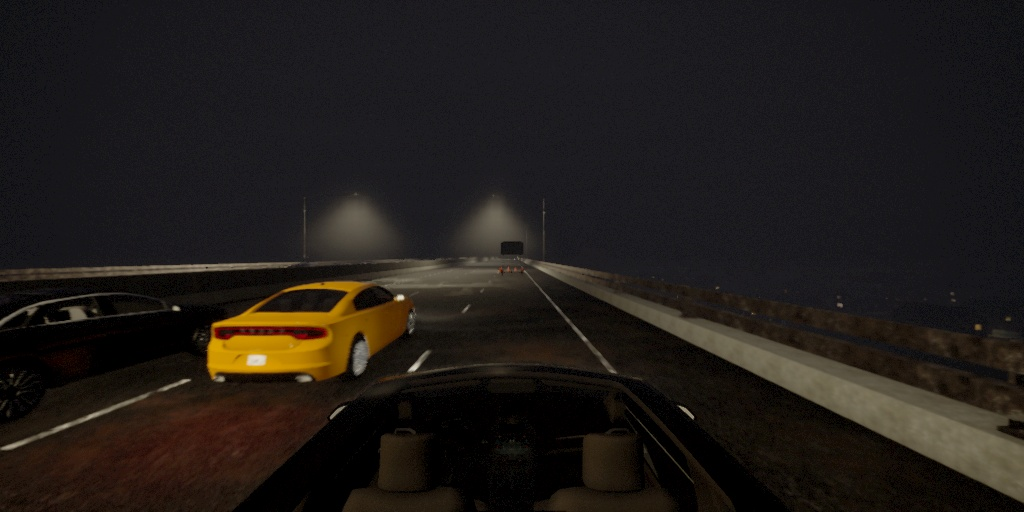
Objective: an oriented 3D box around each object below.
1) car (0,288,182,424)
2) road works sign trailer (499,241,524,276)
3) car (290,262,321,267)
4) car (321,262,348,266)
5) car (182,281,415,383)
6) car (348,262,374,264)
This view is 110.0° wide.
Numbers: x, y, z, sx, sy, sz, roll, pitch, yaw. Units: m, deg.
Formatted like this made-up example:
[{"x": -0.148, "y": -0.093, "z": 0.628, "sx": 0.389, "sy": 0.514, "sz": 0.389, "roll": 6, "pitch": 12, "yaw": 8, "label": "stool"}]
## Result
[{"x": -6.900, "y": 1.250, "z": 5.688, "sx": 2.128, "sy": 1.511, "sz": 4.902, "roll": 0, "pitch": 0, "yaw": 0, "label": "car"}, {"x": 0.002, "y": 0.272, "z": 36.904, "sx": 2.380, "sy": 3.560, "sz": 2.880, "roll": 0, "pitch": 0, "yaw": 0, "label": "road works sign trailer"}, {"x": -24.544, "y": 1.365, "z": 42.910, "sx": 2.033, "sy": 1.411, "sz": 5.357, "roll": 0, "pitch": 0, "yaw": 1, "label": "car"}, {"x": -21.045, "y": 1.420, "z": 44.154, "sx": 1.895, "sy": 1.301, "sz": 4.718, "roll": 0, "pitch": 0, "yaw": 1, "label": "car"}, {"x": -3.401, "y": 1.239, "z": 7.252, "sx": 1.882, "sy": 1.535, "sz": 5.008, "roll": 0, "pitch": 0, "yaw": 0, "label": "car"}, {"x": -17.551, "y": 1.381, "z": 43.300, "sx": 1.994, "sy": 1.385, "sz": 4.181, "roll": 0, "pitch": 0, "yaw": 0, "label": "car"}]
